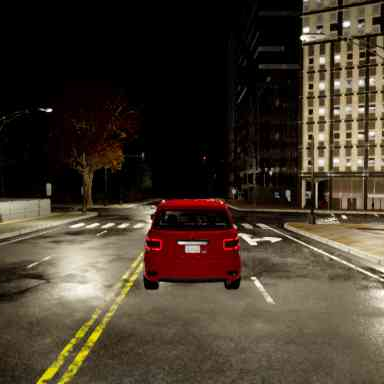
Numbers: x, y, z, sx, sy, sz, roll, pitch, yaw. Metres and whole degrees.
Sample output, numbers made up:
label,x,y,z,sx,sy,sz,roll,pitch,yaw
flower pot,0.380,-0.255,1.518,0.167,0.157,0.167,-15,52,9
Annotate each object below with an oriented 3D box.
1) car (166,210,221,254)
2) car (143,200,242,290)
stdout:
label,x,y,z,sx,sy,sz,roll,pitch,yaw
car,0.062,1.559,14.154,1.994,1.385,4.181,0,0,0
car,-0.023,1.218,9.215,2.150,2.045,5.566,0,0,-1
